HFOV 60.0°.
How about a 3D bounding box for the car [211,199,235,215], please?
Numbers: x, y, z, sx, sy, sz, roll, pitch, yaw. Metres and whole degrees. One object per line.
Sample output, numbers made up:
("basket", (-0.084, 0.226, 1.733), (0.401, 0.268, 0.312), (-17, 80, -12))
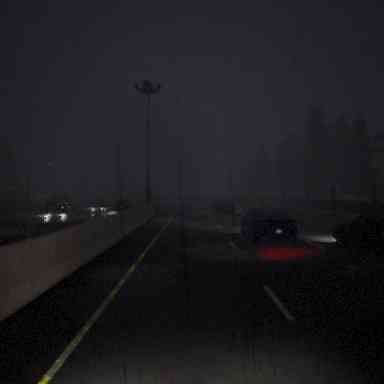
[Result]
("car", (3.094, 1.487, 34.275), (1.882, 1.535, 5.008), (0, 0, -5))

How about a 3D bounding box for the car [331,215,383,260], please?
("car", (7.098, 1.551, 12.319), (2.033, 1.411, 5.357), (0, 0, 0))

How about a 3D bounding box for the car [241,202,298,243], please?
("car", (3.597, 1.482, 16.238), (1.882, 1.535, 5.008), (0, 0, 0))

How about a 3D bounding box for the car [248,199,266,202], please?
("car", (6.607, 1.487, 34.284), (1.882, 1.535, 5.008), (0, 0, -5))
